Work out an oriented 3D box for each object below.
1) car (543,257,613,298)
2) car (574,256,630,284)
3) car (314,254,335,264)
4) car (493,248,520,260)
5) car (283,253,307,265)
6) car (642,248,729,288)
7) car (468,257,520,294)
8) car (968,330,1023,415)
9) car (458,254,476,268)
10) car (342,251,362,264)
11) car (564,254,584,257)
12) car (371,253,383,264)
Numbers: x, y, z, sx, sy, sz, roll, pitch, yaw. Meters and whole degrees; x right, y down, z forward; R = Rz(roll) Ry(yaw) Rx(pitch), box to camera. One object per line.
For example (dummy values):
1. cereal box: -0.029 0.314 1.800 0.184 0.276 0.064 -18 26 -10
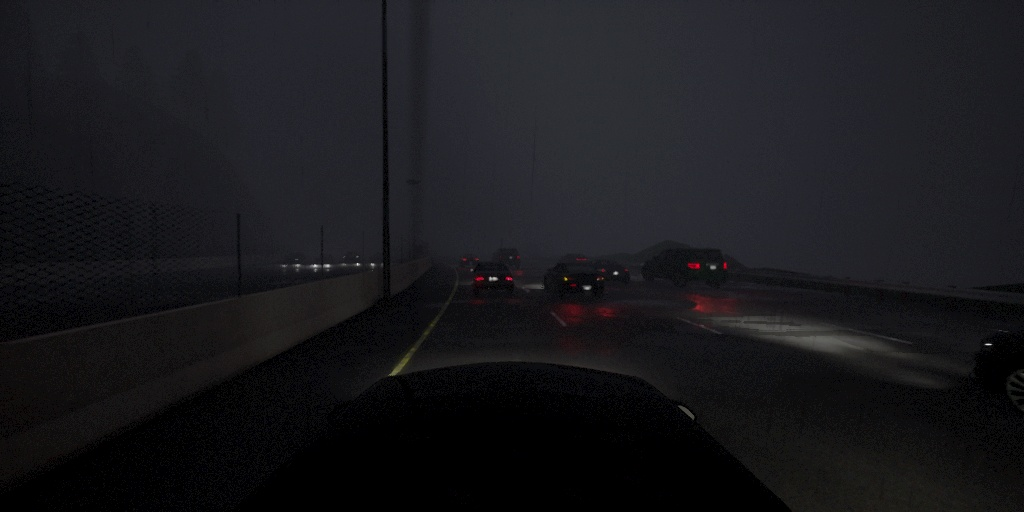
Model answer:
1. car: 2.635 0.973 15.928 1.812 1.442 4.674 0 1 -5
2. car: 5.482 0.884 21.823 1.994 1.385 4.181 0 1 -7
3. car: -25.476 0.401 48.834 1.895 1.301 4.718 0 1 -18
4. car: -0.682 0.223 37.363 2.150 2.045 5.566 0 1 -12
5. car: -28.780 0.350 47.661 1.837 1.490 4.892 0 1 -18
6. car: 9.289 0.579 19.757 2.150 2.045 5.566 0 1 -6
7. car: -1.011 0.966 17.581 2.033 1.411 5.357 0 1 -6
8. car: 6.952 1.213 2.600 2.128 1.511 4.902 0 1 -1
9. car: -4.747 0.493 39.389 1.812 1.442 4.674 0 1 -13
10. car: -22.077 0.127 49.661 2.097 1.767 4.553 0 1 -17
11. car: 6.402 0.492 37.596 1.837 1.490 4.892 0 1 -12
12. car: -18.614 0.285 50.297 1.812 1.442 4.674 0 1 -17
